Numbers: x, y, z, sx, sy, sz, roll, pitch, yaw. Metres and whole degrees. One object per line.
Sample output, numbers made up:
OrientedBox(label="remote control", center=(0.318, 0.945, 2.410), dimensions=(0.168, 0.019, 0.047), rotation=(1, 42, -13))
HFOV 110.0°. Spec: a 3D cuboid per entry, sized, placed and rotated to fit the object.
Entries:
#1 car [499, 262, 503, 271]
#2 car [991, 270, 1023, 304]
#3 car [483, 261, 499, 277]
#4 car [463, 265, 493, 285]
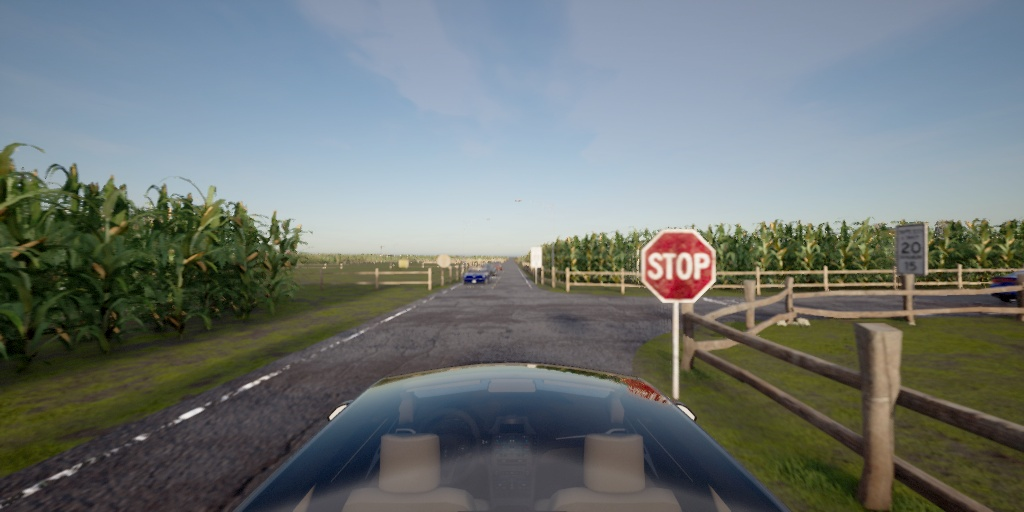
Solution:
OrientedBox(label="car", center=(-2.762, 1.763, 63.725), dimensions=(2.097, 1.767, 4.553), rotation=(0, 0, 0))
OrientedBox(label="car", center=(21.548, 1.138, 13.709), dimensions=(5.008, 1.535, 1.882), rotation=(-1, 0, -2))
OrientedBox(label="car", center=(-2.845, 1.701, 43.268), dimensions=(1.837, 1.490, 4.892), rotation=(0, 1, 0))
OrientedBox(label="car", center=(-2.849, 1.654, 29.315), dimensions=(1.895, 1.301, 4.718), rotation=(0, -1, 0))
